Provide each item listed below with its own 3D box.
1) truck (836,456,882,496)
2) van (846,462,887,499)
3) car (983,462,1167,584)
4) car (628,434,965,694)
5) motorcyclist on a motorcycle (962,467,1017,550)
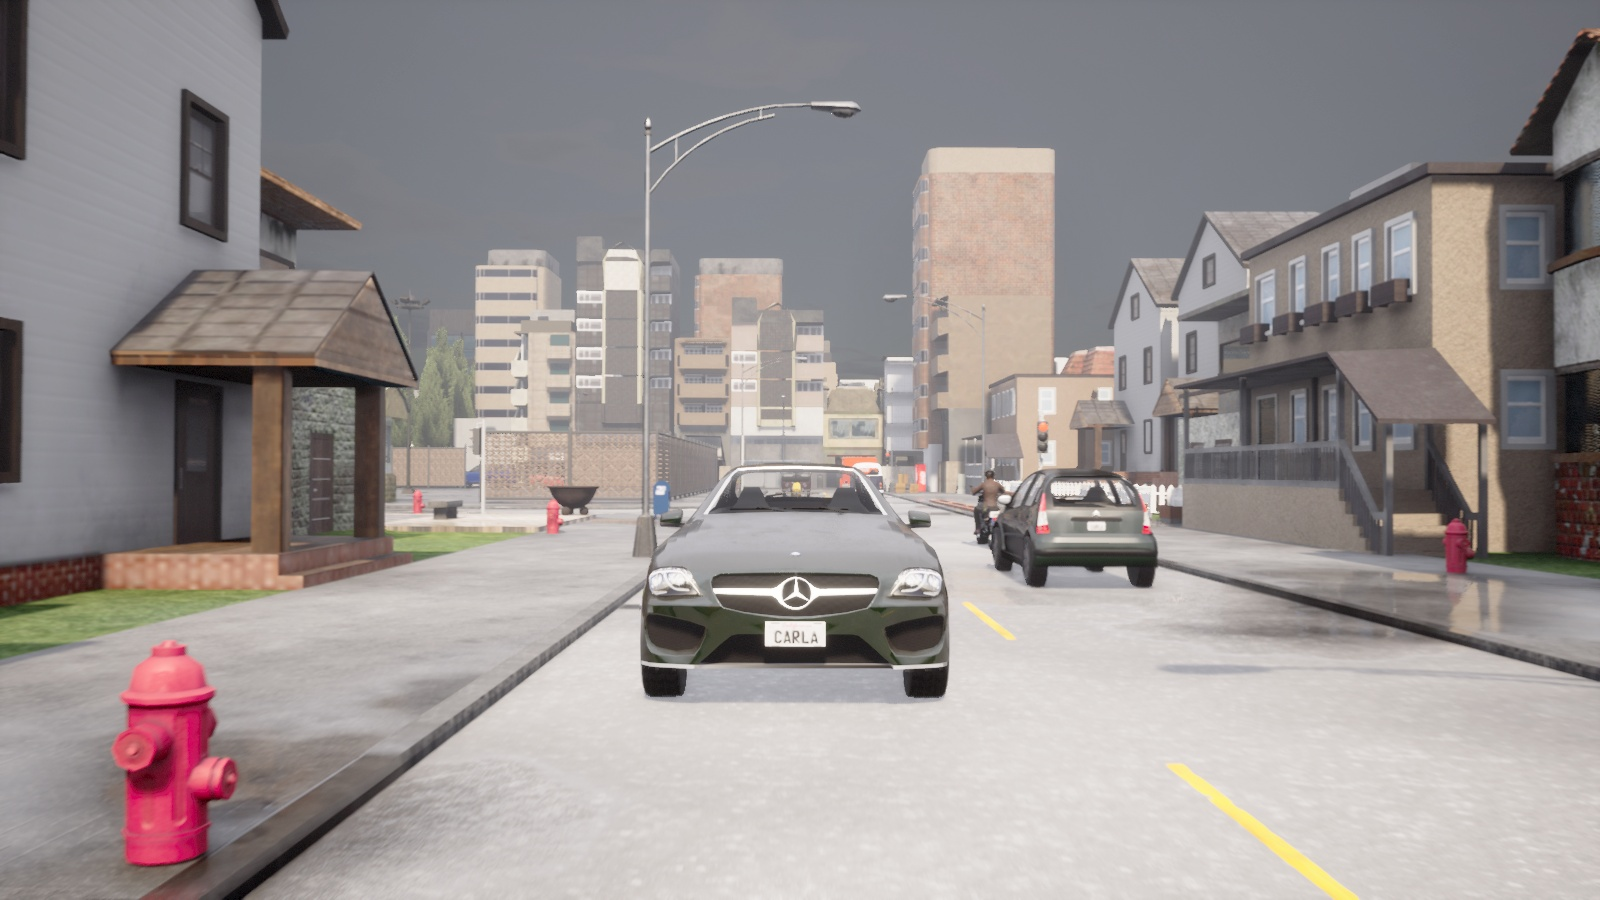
[{"bbox_3d":[3.798,1.687,82.066,2.627,2.467,5.204,0,-1,-1],"label":"truck"},{"bbox_3d":[3.814,1.732,72.270,2.069,2.038,4.480,0,-1,-1],"label":"van"},{"bbox_3d":[3.947,1.009,18.698,1.851,1.617,3.988,0,-1,0],"label":"car"},{"bbox_3d":[-0.032,0.770,10.559,2.152,1.651,5.027,0,-1,0],"label":"car"},{"bbox_3d":[3.931,1.189,26.251,0.766,1.649,2.350,0,-1,0],"label":"motorcyclist on a motorcycle"}]
